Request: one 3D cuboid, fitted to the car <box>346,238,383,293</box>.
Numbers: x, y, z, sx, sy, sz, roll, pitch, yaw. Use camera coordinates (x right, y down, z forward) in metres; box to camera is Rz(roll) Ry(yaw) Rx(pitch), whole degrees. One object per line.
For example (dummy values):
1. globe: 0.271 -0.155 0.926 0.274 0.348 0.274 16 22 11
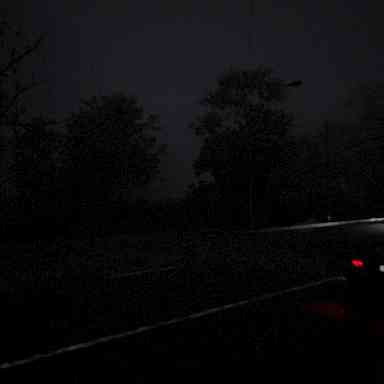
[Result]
1. car: 5.822 1.550 7.898 5.357 1.411 2.033 0 0 -35
